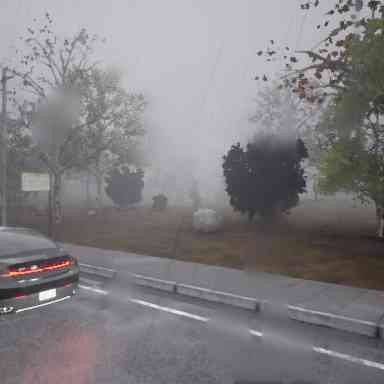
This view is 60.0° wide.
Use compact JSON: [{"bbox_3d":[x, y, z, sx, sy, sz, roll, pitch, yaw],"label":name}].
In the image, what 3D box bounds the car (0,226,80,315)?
[{"bbox_3d":[-4.400,1.506,7.134,4.892,1.490,1.837,0,0,37],"label":"car"}]
